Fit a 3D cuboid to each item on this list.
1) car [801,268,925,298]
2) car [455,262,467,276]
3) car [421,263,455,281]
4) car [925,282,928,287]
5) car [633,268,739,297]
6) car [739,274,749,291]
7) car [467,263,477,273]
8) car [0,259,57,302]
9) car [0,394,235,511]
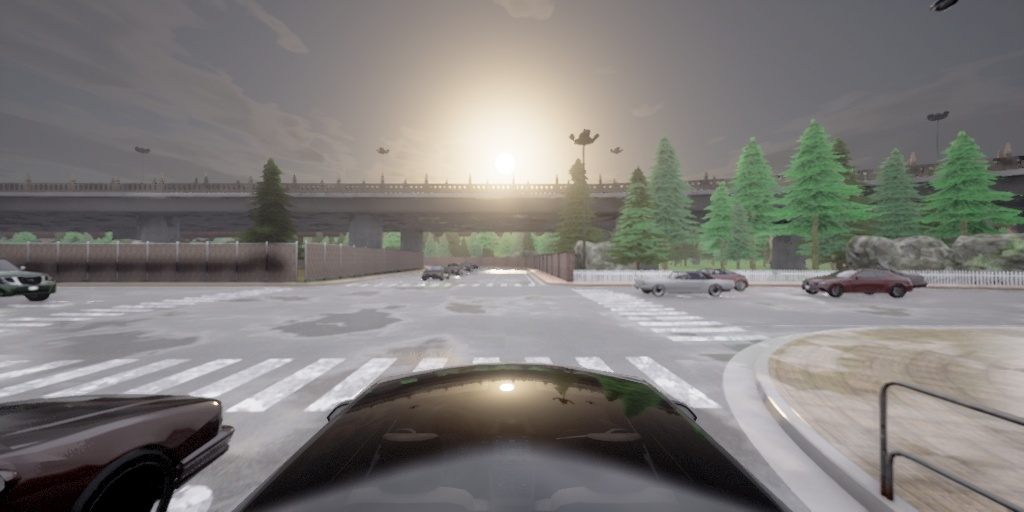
[{"bbox_3d":[17.936,1.380,18.752,4.674,1.442,1.812,0,-1,5],"label":"car"},{"bbox_3d":[-7.089,1.650,43.861,1.837,1.490,4.892,0,-1,0],"label":"car"},{"bbox_3d":[-7.092,1.600,33.970,2.033,1.411,5.357,0,-1,0],"label":"car"},{"bbox_3d":[21.553,1.431,21.875,5.357,1.411,2.033,0,-1,9],"label":"car"},{"bbox_3d":[9.040,1.459,19.197,4.718,1.301,1.895,0,-1,1],"label":"car"},{"bbox_3d":[12.337,1.453,22.476,4.181,1.385,1.994,0,-1,2],"label":"car"},{"bbox_3d":[-7.047,1.736,54.383,2.128,1.511,4.902,0,-1,1],"label":"car"},{"bbox_3d":[-23.412,1.045,15.469,5.566,2.045,2.150,0,-1,0],"label":"car"},{"bbox_3d":[-3.411,1.288,0.708,2.033,1.411,5.357,0,-1,0],"label":"car"}]
